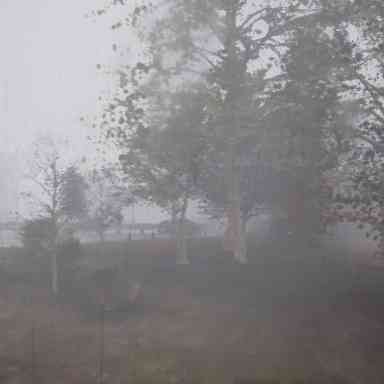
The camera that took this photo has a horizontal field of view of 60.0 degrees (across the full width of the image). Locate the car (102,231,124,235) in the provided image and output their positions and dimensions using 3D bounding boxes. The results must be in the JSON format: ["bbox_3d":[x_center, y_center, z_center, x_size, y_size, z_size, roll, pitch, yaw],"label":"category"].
[{"bbox_3d":[-9.014,4.520,30.374,5.566,2.045,2.435,1,1,17],"label":"car"}]

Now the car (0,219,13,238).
[{"bbox_3d":[-24.182,4.393,38.437,5.566,2.045,2.435,0,-1,17],"label":"car"}]

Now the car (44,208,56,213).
[{"bbox_3d":[-27.827,4.474,69.586,1.946,1.575,5.366,0,1,19],"label":"car"}]

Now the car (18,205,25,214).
[{"bbox_3d":[-37.266,4.268,76.910,2.185,1.767,4.553,0,1,19],"label":"car"}]

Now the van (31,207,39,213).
[{"bbox_3d":[-32.603,4.212,73.056,1.878,1.987,4.442,0,1,19],"label":"van"}]

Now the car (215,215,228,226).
[{"bbox_3d":[4.711,4.293,52.290,2.150,2.045,5.566,0,-2,-21],"label":"car"}]

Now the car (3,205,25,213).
[{"bbox_3d":[-44.242,4.205,82.626,2.185,1.767,4.553,0,1,19],"label":"car"}]

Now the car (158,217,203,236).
[{"bbox_3d":[-0.880,3.029,29.378,1.837,1.490,4.892,1,-4,38],"label":"car"}]

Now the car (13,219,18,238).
[{"bbox_3d":[-22.386,4.392,40.789,5.566,2.045,2.435,0,0,17],"label":"car"}]

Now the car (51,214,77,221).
[{"bbox_3d":[-18.853,4.391,45.495,5.566,2.045,2.435,0,0,17],"label":"car"}]

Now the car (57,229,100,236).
[{"bbox_3d":[-10.903,4.520,27.966,5.566,2.045,2.435,1,1,17],"label":"car"}]

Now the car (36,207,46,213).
[{"bbox_3d":[-30.234,4.498,71.287,2.002,1.452,4.674,0,1,19],"label":"car"}]

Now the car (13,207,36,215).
[{"bbox_3d":[-39.588,4.412,78.825,2.002,1.452,4.674,0,1,19],"label":"car"}]

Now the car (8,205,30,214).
[{"bbox_3d":[-41.908,4.225,80.740,2.185,1.767,4.553,0,1,19],"label":"car"}]

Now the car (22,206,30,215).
[{"bbox_3d":[-34.903,4.414,75.059,2.097,1.535,5.008,0,1,19],"label":"car"}]

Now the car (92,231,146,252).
[{"bbox_3d":[-7.186,4.800,32.783,4.792,1.488,2.163,1,1,17],"label":"car"}]
